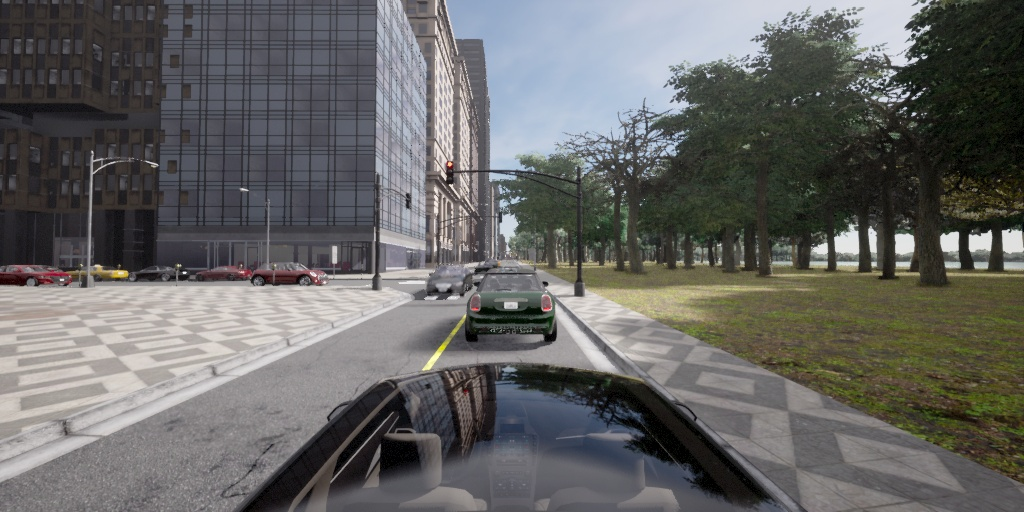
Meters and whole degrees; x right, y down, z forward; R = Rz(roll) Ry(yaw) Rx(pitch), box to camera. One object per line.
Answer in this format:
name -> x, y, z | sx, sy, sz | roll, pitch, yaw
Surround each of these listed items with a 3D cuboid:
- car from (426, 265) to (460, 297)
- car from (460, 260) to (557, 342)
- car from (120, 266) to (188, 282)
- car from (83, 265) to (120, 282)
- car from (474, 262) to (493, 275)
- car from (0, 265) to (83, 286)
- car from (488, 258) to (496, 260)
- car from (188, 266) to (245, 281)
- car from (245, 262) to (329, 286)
car -> -3.146, 1.232, 18.743 | 2.128, 1.511, 4.902 | 0, 1, 0
car -> -0.014, 1.108, 9.994 | 2.097, 1.767, 4.553 | 0, 0, 0
car -> -30.076, 1.481, 30.637 | 4.313, 1.339, 1.948 | 0, 0, 0
car -> -35.733, 1.444, 30.609 | 4.829, 1.417, 1.751 | 0, 0, 0
car -> -3.232, 1.431, 41.588 | 1.895, 1.301, 4.718 | 0, 0, 0
car -> -30.040, 1.235, 22.115 | 4.507, 1.381, 1.888 | 0, 0, 0
car -> -3.271, 1.242, 56.489 | 2.097, 1.767, 4.553 | 0, 0, 0
car -> -24.589, 1.494, 30.663 | 4.207, 1.307, 1.802 | 0, 0, 0
car -> -13.609, 1.120, 22.194 | 4.097, 1.591, 1.967 | 0, 0, -1
